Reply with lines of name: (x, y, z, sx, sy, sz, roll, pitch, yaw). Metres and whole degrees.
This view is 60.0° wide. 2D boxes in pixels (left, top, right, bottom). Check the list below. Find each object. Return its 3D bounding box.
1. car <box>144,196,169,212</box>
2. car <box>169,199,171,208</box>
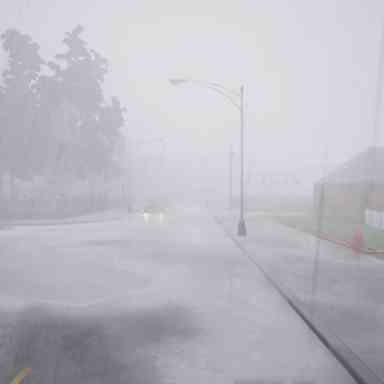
car: (-4.180, 1.348, 37.854, 2.097, 1.767, 4.553, 0, 0, 0)
car: (-4.181, 1.347, 48.106, 2.097, 1.767, 4.553, 0, 0, 0)
